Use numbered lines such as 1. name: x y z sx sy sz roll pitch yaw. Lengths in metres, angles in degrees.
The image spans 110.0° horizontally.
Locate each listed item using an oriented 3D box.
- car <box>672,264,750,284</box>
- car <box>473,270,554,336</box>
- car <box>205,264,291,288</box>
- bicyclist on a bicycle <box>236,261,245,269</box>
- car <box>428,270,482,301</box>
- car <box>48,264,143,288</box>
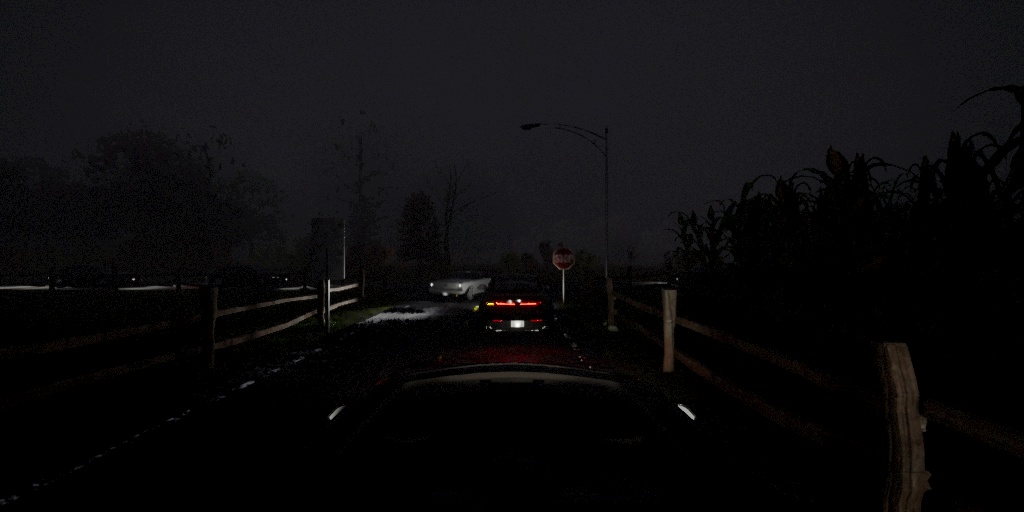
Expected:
1. car: 14.587 1.263 25.876 5.357 1.411 2.033 0 0 1
2. car: 0.071 1.254 10.359 1.837 1.490 4.892 0 0 -1
3. car: -17.117 1.280 23.384 4.892 1.490 1.837 0 0 1
4. bicyclist on a bicycle: -22.402 1.239 29.434 0.582 1.620 1.656 0 0 1
5. car: -2.085 1.350 17.652 1.895 1.301 4.718 0 0 23
6. car: -27.250 1.292 23.533 4.892 1.490 1.837 0 0 0
